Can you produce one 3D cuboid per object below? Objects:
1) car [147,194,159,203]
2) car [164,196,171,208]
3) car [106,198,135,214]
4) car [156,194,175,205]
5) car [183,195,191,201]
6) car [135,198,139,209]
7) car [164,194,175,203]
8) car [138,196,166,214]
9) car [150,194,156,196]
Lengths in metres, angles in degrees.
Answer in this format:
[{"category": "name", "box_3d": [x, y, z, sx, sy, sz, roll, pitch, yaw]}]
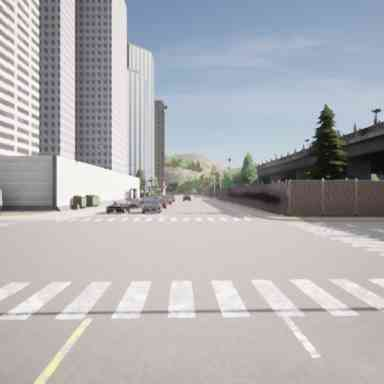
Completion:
[{"category": "car", "box_3d": [-8.080, 1.300, 69.674, 2.097, 1.767, 4.553, 0, 0, -1]}, {"category": "car", "box_3d": [-4.273, 1.573, 44.230, 1.895, 1.301, 4.718, 0, 0, -1]}, {"category": "car", "box_3d": [-7.626, 1.579, 34.905, 1.895, 1.301, 4.718, 0, 0, -1]}, {"category": "car", "box_3d": [-4.439, 1.317, 56.532, 2.097, 1.767, 4.553, 0, 0, -1]}, {"category": "car", "box_3d": [-1.236, 1.451, 79.689, 1.837, 1.490, 4.892, 0, 0, -1]}, {"category": "car", "box_3d": [-7.776, 1.520, 44.446, 2.033, 1.411, 5.357, 0, 0, -1]}, {"category": "car", "box_3d": [-4.576, 1.303, 69.476, 2.097, 1.767, 4.553, 0, 0, -1]}, {"category": "car", "box_3d": [-4.127, 1.483, 34.969, 1.837, 1.490, 4.892, 0, 0, -1]}, {"category": "car", "box_3d": [-7.937, 1.512, 57.392, 2.033, 1.411, 5.357, 0, 0, 0]}]
